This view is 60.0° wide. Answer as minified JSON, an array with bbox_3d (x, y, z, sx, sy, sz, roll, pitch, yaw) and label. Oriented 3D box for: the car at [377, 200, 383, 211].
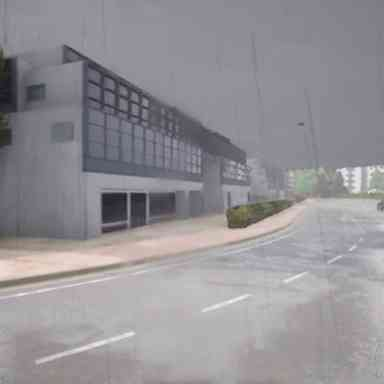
[{"bbox_3d":[25.135,1.661,42.819,2.033,1.411,5.357,0,0,22],"label":"car"}]
